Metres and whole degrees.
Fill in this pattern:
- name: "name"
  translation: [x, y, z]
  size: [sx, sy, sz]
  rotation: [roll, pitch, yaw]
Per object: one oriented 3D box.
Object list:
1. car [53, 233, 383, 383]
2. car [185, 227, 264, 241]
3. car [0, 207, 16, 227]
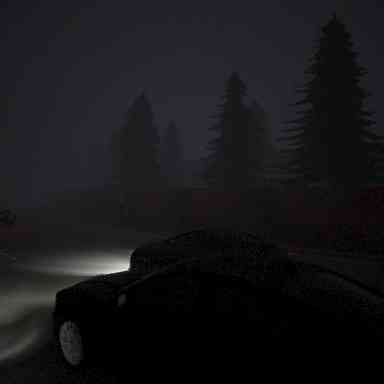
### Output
- name: "car"
  translation: [0.323, 1.489, 3.949]
  size: [5.008, 1.535, 1.882]
  rotation: [0, 0, 37]
- name: "car"
  translation: [0.356, 1.585, 8.387]
  size: [4.181, 1.385, 1.994]
  rotation: [0, 0, 38]
- name: "car"
  translation: [-13.098, 1.626, 21.877]
  size: [1.895, 1.301, 4.718]
  rotation: [0, 0, -39]
